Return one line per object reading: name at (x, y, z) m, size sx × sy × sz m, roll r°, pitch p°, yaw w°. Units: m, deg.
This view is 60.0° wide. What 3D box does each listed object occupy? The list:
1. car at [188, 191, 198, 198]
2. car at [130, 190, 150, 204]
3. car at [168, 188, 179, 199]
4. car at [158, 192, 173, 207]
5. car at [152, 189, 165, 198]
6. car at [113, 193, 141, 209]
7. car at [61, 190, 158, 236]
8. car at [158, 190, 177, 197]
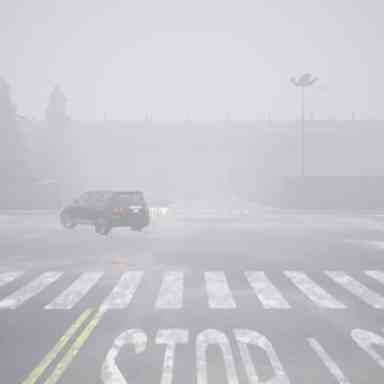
car at (0.193, 0.512, 67.844) m, size 1.994 × 1.385 × 4.181 m, roll 0°, pitch 1°, yaw 1°
car at (-7.076, 0.640, 45.830) m, size 2.097 × 1.767 × 4.553 m, roll 0°, pitch 1°, yaw 0°
car at (-3.504, 0.267, 61.578) m, size 2.150 × 2.045 × 5.566 m, roll 0°, pitch 1°, yaw 1°
car at (-3.577, 0.983, 37.393) m, size 1.994 × 1.385 × 4.181 m, roll 0°, pitch 1°, yaw -1°
car at (-6.959, 0.273, 69.635) m, size 2.097 × 1.767 × 4.553 m, roll 0°, pitch 1°, yaw 0°
car at (-7.081, 0.919, 36.869) m, size 2.128 × 1.511 × 4.902 m, roll 0°, pitch 1°, yaw 0°
car at (-4.449, 0.911, 16.641) m, size 5.566 × 2.045 × 2.150 m, roll 1°, pitch 0°, yaw 44°
car at (-3.581, 0.823, 46.639) m, size 2.033 × 1.411 × 5.357 m, roll 0°, pitch 1°, yaw 0°
